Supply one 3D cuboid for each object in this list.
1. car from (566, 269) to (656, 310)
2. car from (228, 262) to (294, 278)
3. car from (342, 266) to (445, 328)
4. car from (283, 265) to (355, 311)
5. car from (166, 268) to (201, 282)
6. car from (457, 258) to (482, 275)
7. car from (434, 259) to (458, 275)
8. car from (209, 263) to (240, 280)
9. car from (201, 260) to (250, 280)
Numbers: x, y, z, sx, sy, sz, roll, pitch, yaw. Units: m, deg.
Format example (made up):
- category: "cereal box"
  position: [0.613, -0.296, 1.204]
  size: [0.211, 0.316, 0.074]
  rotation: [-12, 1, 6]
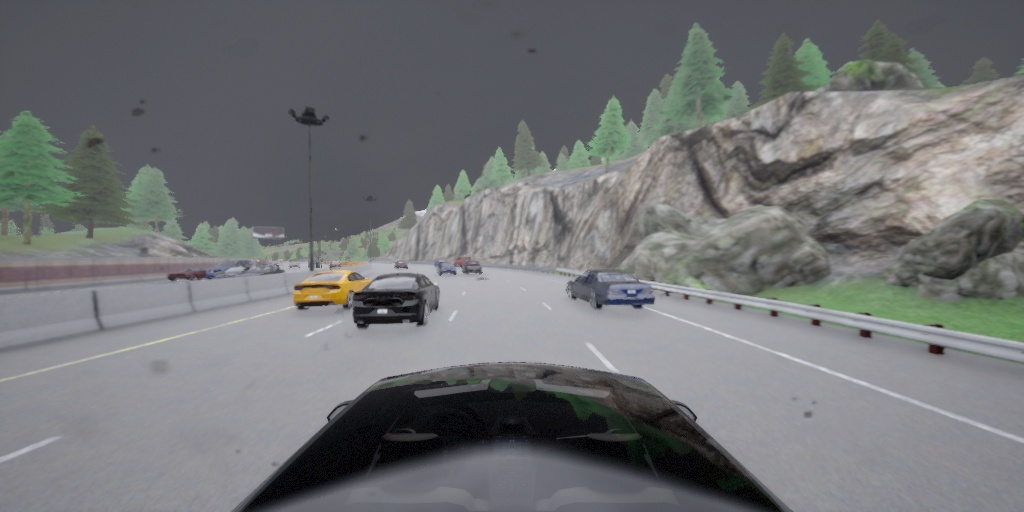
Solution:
- category: "car"
  position: [3.679, 1.243, 14.415]
  size: [2.033, 1.411, 5.357]
  rotation: [-1, 0, -7]
- category: "car"
  position: [-20.113, 1.560, 29.023]
  size: [2.128, 1.511, 4.902]
  rotation: [-1, 0, -10]
- category: "car"
  position: [-3.543, 1.285, 11.752]
  size: [1.882, 1.535, 5.008]
  rotation: [0, 0, -4]
- category: "car"
  position: [-7.420, 1.346, 15.464]
  size: [1.882, 1.535, 5.008]
  rotation: [0, 0, -5]
- category: "car"
  position: [-32.467, 1.864, 36.348]
  size: [1.895, 1.301, 4.718]
  rotation: [-1, 0, -14]
- category: "car"
  position: [-4.671, 1.324, 41.305]
  size: [2.128, 1.511, 4.902]
  rotation: [-1, 0, -15]
- category: "car"
  position: [-7.661, 1.426, 41.477]
  size: [2.033, 1.411, 5.357]
  rotation: [-1, 0, -17]
- category: "car"
  position: [-24.252, 1.660, 31.911]
  size: [1.812, 1.442, 4.674]
  rotation: [-1, 0, -12]
- category: "car"
  position: [-29.051, 1.430, 37.167]
  size: [2.150, 2.045, 5.566]
  rotation: [-1, 0, -14]
